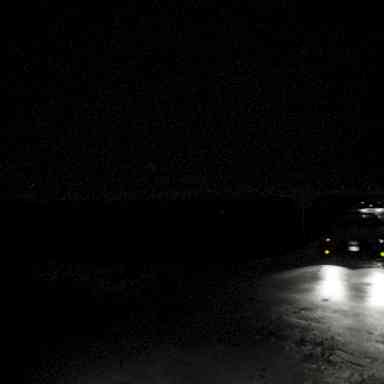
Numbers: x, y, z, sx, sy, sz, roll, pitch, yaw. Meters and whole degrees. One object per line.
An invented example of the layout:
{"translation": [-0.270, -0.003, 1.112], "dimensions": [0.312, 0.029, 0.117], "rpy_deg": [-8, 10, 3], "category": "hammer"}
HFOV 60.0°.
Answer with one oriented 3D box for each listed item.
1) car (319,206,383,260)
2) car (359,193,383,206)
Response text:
{"translation": [5.539, 1.382, 11.159], "dimensions": [1.994, 1.385, 4.181], "rpy_deg": [-3, 0, 29], "category": "car"}
{"translation": [18.052, 0.857, 33.534], "dimensions": [2.033, 1.411, 5.357], "rpy_deg": [-3, 0, 29], "category": "car"}
